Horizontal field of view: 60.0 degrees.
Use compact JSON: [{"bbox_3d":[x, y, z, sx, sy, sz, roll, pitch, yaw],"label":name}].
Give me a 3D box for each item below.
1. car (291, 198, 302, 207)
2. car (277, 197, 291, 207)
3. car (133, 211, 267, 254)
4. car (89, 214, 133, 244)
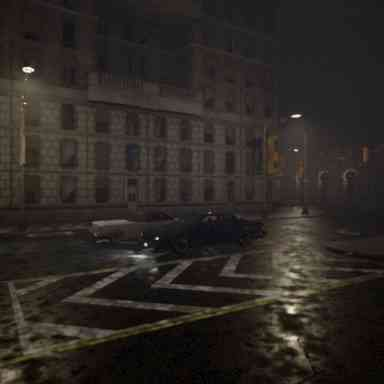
[{"bbox_3d":[15.089,1.523,52.224,1.812,1.442,4.674,0,0,-31],"label":"car"},{"bbox_3d":[11.943,1.545,50.649,2.033,1.411,5.357,0,0,-32],"label":"car"},{"bbox_3d":[0.574,1.547,13.614,5.357,1.411,2.033,0,0,-31],"label":"car"},{"bbox_3d":[-2.404,1.601,15.905,4.718,1.301,1.895,0,0,-31],"label":"car"}]
